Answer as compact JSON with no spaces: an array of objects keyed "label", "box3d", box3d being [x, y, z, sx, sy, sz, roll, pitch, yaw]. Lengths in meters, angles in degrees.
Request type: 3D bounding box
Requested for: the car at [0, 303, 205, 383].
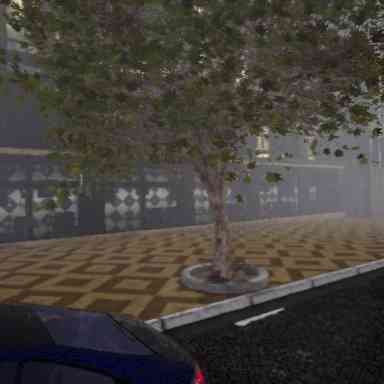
[{"label":"car","box3d":[-1.879,1.568,2.027,4.181,1.385,1.994,0,0,-35]}]
